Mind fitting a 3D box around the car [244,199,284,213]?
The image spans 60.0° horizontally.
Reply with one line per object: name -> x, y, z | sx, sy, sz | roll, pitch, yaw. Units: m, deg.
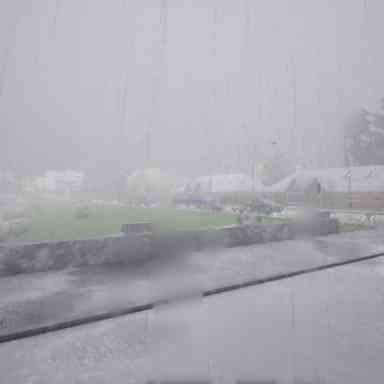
car -> 7.920, 1.513, 36.926 | 1.837, 1.490, 4.892 | 0, 0, -35

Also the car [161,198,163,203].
car -> -7.610, 1.487, 65.816 | 1.882, 1.535, 5.008 | 0, 0, -35

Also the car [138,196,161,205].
car -> -7.945, 1.584, 59.387 | 1.994, 1.385, 4.181 | 0, 0, -35

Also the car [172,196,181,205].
car -> -1.690, 1.487, 57.578 | 1.882, 1.535, 5.008 | 0, 0, -35

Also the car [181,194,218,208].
car -> 1.296, 1.231, 46.243 | 2.150, 2.045, 5.566 | 0, 0, -35
